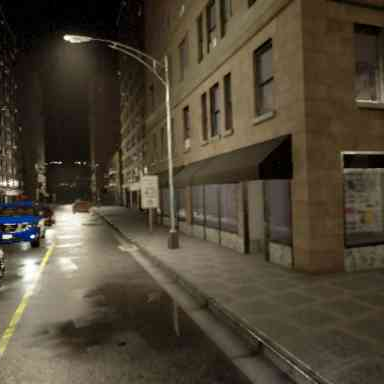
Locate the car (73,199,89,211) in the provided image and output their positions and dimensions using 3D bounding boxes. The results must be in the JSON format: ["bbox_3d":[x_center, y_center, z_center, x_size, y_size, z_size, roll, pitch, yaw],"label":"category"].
[{"bbox_3d":[-17.533,2.013,52.380,2.097,1.767,4.553,-2,0,-23],"label":"car"}]

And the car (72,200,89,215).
[{"bbox_3d":[-14.202,2.012,42.582,1.882,1.535,5.008,-2,0,-19],"label":"car"}]

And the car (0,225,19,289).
[{"bbox_3d":[-5.174,1.731,6.730,2.033,1.411,5.357,-2,0,-19],"label":"car"}]

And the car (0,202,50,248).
[{"bbox_3d":[-8.517,1.530,16.356,2.150,2.045,5.566,-2,0,-19],"label":"car"}]

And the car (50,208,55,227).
[{"bbox_3d":[-11.871,1.913,26.103,1.882,1.535,5.008,-2,0,-19],"label":"car"}]
